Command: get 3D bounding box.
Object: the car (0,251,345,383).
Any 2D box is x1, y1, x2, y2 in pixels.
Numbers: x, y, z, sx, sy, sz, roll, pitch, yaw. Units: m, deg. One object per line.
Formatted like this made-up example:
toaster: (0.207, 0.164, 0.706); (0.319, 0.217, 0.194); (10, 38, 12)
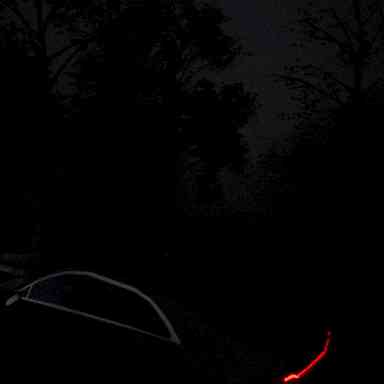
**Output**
car: (-0.856, 1.494, 3.987); (4.902, 1.511, 2.128); (0, 0, 35)
